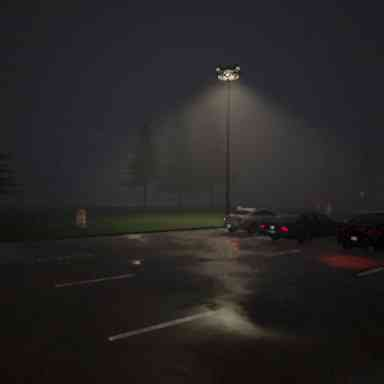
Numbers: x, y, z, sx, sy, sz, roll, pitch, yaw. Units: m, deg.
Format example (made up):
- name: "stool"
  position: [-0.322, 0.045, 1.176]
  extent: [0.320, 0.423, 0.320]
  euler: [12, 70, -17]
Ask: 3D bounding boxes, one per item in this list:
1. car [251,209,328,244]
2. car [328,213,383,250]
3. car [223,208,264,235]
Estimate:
- name: "car"
  position: [5.686, 1.680, 16.532]
  extent: [5.357, 1.411, 2.033]
  euler: [1, 0, -35]
- name: "car"
  position: [8.121, 1.615, 13.964]
  extent: [5.008, 1.535, 1.882]
  euler: [0, 0, -35]
- name: "car"
  position: [3.934, 1.662, 19.701]
  extent: [4.674, 1.442, 1.812]
  euler: [0, 0, -35]
